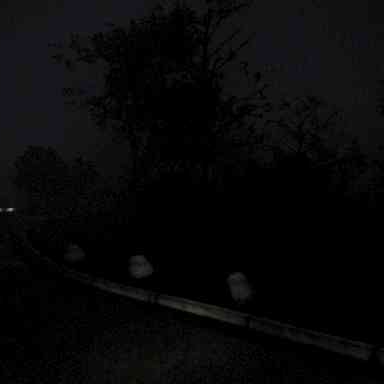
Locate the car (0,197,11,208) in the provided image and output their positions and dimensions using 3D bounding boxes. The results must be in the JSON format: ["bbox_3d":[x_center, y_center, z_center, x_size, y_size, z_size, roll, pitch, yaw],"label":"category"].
[{"bbox_3d":[-31.212,1.654,54.972,2.097,1.767,4.553,0,0,-34],"label":"car"}]
